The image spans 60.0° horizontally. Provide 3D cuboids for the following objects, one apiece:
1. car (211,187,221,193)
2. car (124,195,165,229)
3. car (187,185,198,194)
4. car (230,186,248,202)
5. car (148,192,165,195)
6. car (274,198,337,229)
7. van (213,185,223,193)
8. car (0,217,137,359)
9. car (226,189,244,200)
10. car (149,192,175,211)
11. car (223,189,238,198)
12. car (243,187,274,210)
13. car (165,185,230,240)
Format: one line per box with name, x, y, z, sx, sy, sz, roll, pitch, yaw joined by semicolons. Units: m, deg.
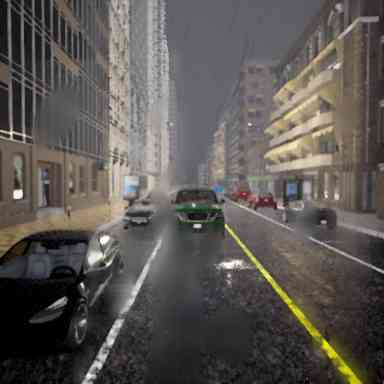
car;5.706;-0.590;79.378;1.947;1.339;4.313;0;2;0
car;-2.410;1.069;17.230;2.008;1.369;4.403;0;2;0
car;0.062;-0.514;68.316;2.097;1.767;4.553;0;2;0
car;5.875;0.223;39.846;2.192;1.841;5.009;0;2;0
car;-2.435;0.804;22.875;1.967;1.590;4.097;0;2;0
car;5.970;1.075;17.267;2.008;1.369;4.403;0;2;0
van;5.729;-0.664;73.725;1.690;1.788;3.998;0;2;0
car;-2.362;1.395;5.938;1.947;1.339;4.313;0;2;0
car;5.849;0.336;45.499;1.802;1.307;4.206;0;2;0
car;-2.458;0.740;28.352;1.752;1.417;4.829;0;2;0
car;5.826;0.182;51.146;1.802;1.307;4.206;0;2;0
car;5.922;0.655;28.556;1.967;1.590;4.097;0;2;0
car;0.190;0.804;14.894;2.150;2.045;5.566;0;2;0
